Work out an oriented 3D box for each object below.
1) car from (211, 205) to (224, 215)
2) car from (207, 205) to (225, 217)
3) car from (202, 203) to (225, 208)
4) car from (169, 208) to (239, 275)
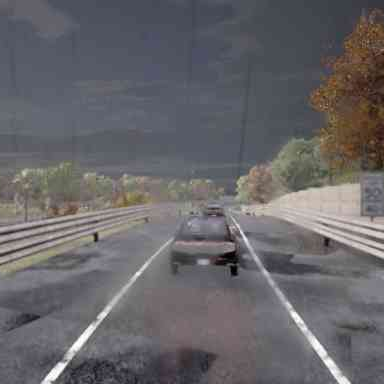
[{"bbox_3d":[4.034,2.799,51.775,1.882,1.535,5.008,0,-4,7],"label":"car"},{"bbox_3d":[2.796,2.153,38.410,1.895,1.301,4.718,0,-3,5],"label":"car"},{"bbox_3d":[1.865,1.705,28.672,1.837,1.490,4.892,0,-2,5],"label":"car"},{"bbox_3d":[0.427,1.496,10.534,2.128,1.511,4.902,0,0,3],"label":"car"}]
